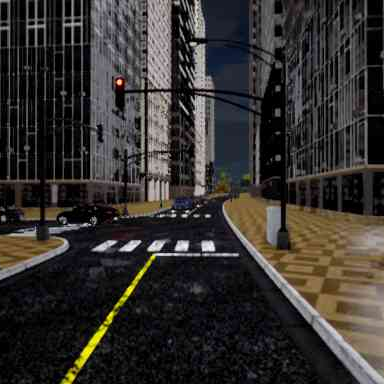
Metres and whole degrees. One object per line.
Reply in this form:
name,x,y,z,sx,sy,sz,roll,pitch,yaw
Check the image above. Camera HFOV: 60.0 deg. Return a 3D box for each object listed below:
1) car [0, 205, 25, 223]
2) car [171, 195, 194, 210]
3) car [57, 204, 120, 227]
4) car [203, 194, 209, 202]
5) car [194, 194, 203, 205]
car,-16.486,1.835,28.249,4.403,1.369,2.008,-1,1,10
car,-1.257,1.295,40.993,2.097,1.767,4.553,0,0,5
car,-7.410,1.604,23.667,4.892,1.490,1.837,-1,-2,25
car,2.349,1.200,71.521,2.097,1.767,4.553,0,0,8
car,0.262,1.257,56.033,2.097,1.767,4.553,0,0,7
